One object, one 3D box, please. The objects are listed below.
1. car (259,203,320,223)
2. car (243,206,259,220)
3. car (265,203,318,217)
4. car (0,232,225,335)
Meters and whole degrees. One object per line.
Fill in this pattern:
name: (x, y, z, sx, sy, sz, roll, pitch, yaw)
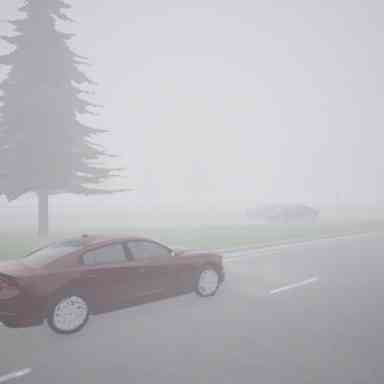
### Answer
car: (8.660, 1.830, 28.879, 4.892, 1.490, 1.837, 0, -1, -16)
car: (7.324, 1.882, 32.134, 4.902, 1.511, 2.128, 0, -1, -15)
car: (11.009, 1.961, 36.856, 5.357, 1.411, 2.033, 0, -1, -19)
car: (-1.467, 1.609, 7.119, 5.008, 1.535, 1.882, 0, -1, -38)
